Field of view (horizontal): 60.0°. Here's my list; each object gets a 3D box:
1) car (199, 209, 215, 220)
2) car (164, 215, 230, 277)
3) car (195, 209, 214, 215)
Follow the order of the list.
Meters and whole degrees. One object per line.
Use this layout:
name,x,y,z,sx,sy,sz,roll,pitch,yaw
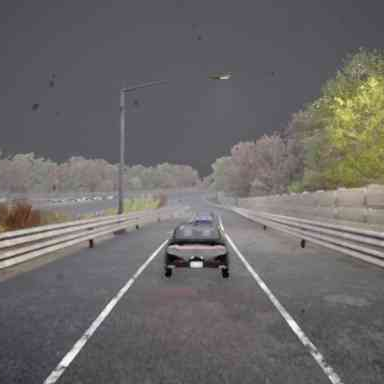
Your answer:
car,1.958,2.857,42.861,1.895,1.301,4.718,0,-2,4
car,0.174,1.737,11.067,2.128,1.511,4.902,0,-2,1
car,1.173,2.441,31.460,2.033,1.411,5.357,0,-2,4
